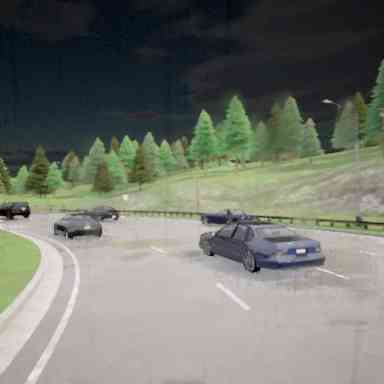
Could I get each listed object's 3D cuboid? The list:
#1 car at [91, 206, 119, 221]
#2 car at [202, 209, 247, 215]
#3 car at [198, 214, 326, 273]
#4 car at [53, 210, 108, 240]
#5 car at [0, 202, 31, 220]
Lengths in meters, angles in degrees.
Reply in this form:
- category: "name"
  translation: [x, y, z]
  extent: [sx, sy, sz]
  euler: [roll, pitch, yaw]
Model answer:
- category: "car"
  translation: [-9.229, 2.196, 33.733]
  extent: [1.837, 1.490, 4.892]
  euler: [2, -2, -45]
- category: "car"
  translation: [2.671, 1.955, 25.358]
  extent: [1.895, 1.301, 4.718]
  euler: [0, -1, -36]
- category: "car"
  translation: [2.009, 1.693, 11.314]
  extent: [2.033, 1.411, 5.357]
  euler: [0, -1, -22]
- category: "car"
  translation: [-7.038, 2.005, 20.251]
  extent: [1.994, 1.385, 4.181]
  euler: [0, -1, -36]
- category: "car"
  translation: [-21.586, 2.219, 39.833]
  extent: [5.566, 2.045, 2.150]
  euler: [-2, -2, 35]
